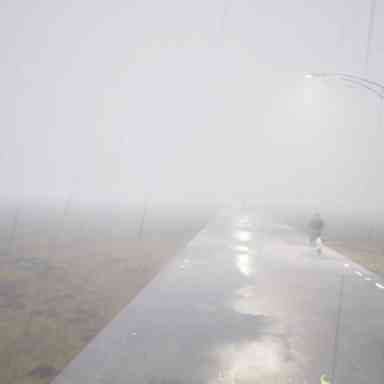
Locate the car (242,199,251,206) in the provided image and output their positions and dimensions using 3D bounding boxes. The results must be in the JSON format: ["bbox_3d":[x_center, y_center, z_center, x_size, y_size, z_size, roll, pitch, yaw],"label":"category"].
[{"bbox_3d":[11.881,2.221,72.432,1.812,1.442,4.674,2,0,7],"label":"car"}]

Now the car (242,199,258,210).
[{"bbox_3d":[9.730,2.157,54.979,1.812,1.442,4.674,2,0,7],"label":"car"}]

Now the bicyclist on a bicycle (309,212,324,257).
[{"bbox_3d":[5.080,1.691,13.712,0.659,1.776,1.843,2,0,7],"label":"bicyclist on a bicycle"}]
